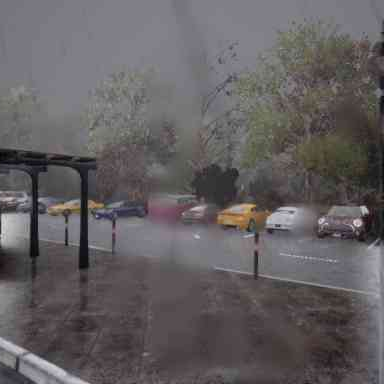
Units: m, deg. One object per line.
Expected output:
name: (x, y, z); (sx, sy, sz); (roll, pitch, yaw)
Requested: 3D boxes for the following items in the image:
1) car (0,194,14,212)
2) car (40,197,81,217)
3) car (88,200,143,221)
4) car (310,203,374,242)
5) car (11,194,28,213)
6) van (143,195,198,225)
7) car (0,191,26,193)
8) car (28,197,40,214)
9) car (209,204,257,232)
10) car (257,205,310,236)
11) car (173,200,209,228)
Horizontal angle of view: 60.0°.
car: (-16.979, 1.251, 34.709); (2.097, 1.535, 5.008); (1, 0, 35)
car: (-10.295, 1.323, 29.742); (1.946, 1.575, 5.366); (1, 0, 35)
car: (-5.674, 1.405, 26.661); (2.163, 1.488, 4.792); (1, 0, 35)
car: (7.952, 1.402, 17.085); (2.185, 1.767, 4.553); (1, 0, 35)
car: (-14.713, 1.277, 33.106); (2.231, 1.521, 4.892); (1, 0, 35)
van: (-1.058, 1.200, 23.571); (1.878, 1.987, 4.442); (1, 0, 35)
car: (-21.527, 0.950, 37.889); (2.435, 2.045, 5.566); (1, 0, 35)
car: (-12.435, 1.331, 31.521); (2.163, 1.488, 4.792); (1, 0, 35)
car: (3.400, 1.476, 20.264); (2.097, 1.535, 5.008); (1, 0, 35)
car: (5.667, 1.542, 18.663); (2.002, 1.452, 4.674); (1, 0, 35)
car: (1.135, 1.491, 21.871); (2.002, 1.452, 4.674); (1, 0, 35)
